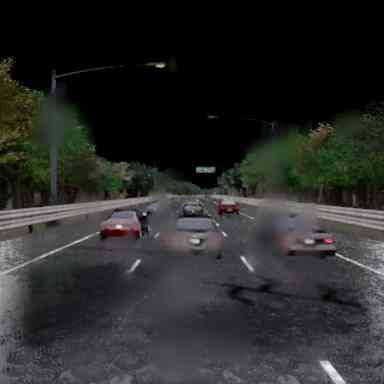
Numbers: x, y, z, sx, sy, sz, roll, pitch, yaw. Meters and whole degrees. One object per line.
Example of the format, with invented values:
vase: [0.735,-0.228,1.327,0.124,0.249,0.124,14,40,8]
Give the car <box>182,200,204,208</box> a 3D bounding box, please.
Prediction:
car: [0.093,1.551,32.562,2.128,1.511,4.902,0,0,0]

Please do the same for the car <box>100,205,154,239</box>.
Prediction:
car: [-3.406,1.596,17.519,1.994,1.385,4.181,0,0,0]

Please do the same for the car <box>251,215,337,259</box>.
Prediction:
car: [3.593,1.571,12.674,2.033,1.411,5.357,0,0,0]

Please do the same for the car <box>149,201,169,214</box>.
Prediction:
car: [-3.408,1.624,33.198,1.994,1.385,4.181,0,0,0]

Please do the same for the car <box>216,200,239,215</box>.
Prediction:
car: [3.593,1.540,34.128,1.882,1.535,5.008,0,0,0]

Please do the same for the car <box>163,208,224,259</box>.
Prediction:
car: [0.094,1.571,12.728,2.033,1.411,5.357,0,0,0]
